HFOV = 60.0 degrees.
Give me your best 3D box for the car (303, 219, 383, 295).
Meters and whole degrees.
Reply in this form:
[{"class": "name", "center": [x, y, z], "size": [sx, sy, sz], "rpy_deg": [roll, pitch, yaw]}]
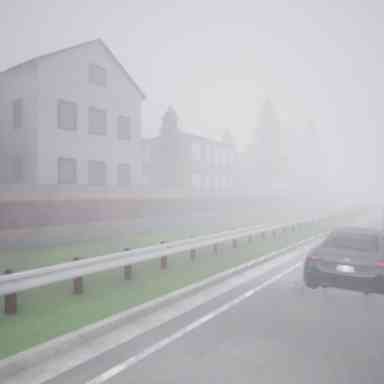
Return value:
[{"class": "car", "center": [4.370, 1.590, 8.660], "size": [1.994, 1.385, 4.181], "rpy_deg": [0, 0, 35]}]
